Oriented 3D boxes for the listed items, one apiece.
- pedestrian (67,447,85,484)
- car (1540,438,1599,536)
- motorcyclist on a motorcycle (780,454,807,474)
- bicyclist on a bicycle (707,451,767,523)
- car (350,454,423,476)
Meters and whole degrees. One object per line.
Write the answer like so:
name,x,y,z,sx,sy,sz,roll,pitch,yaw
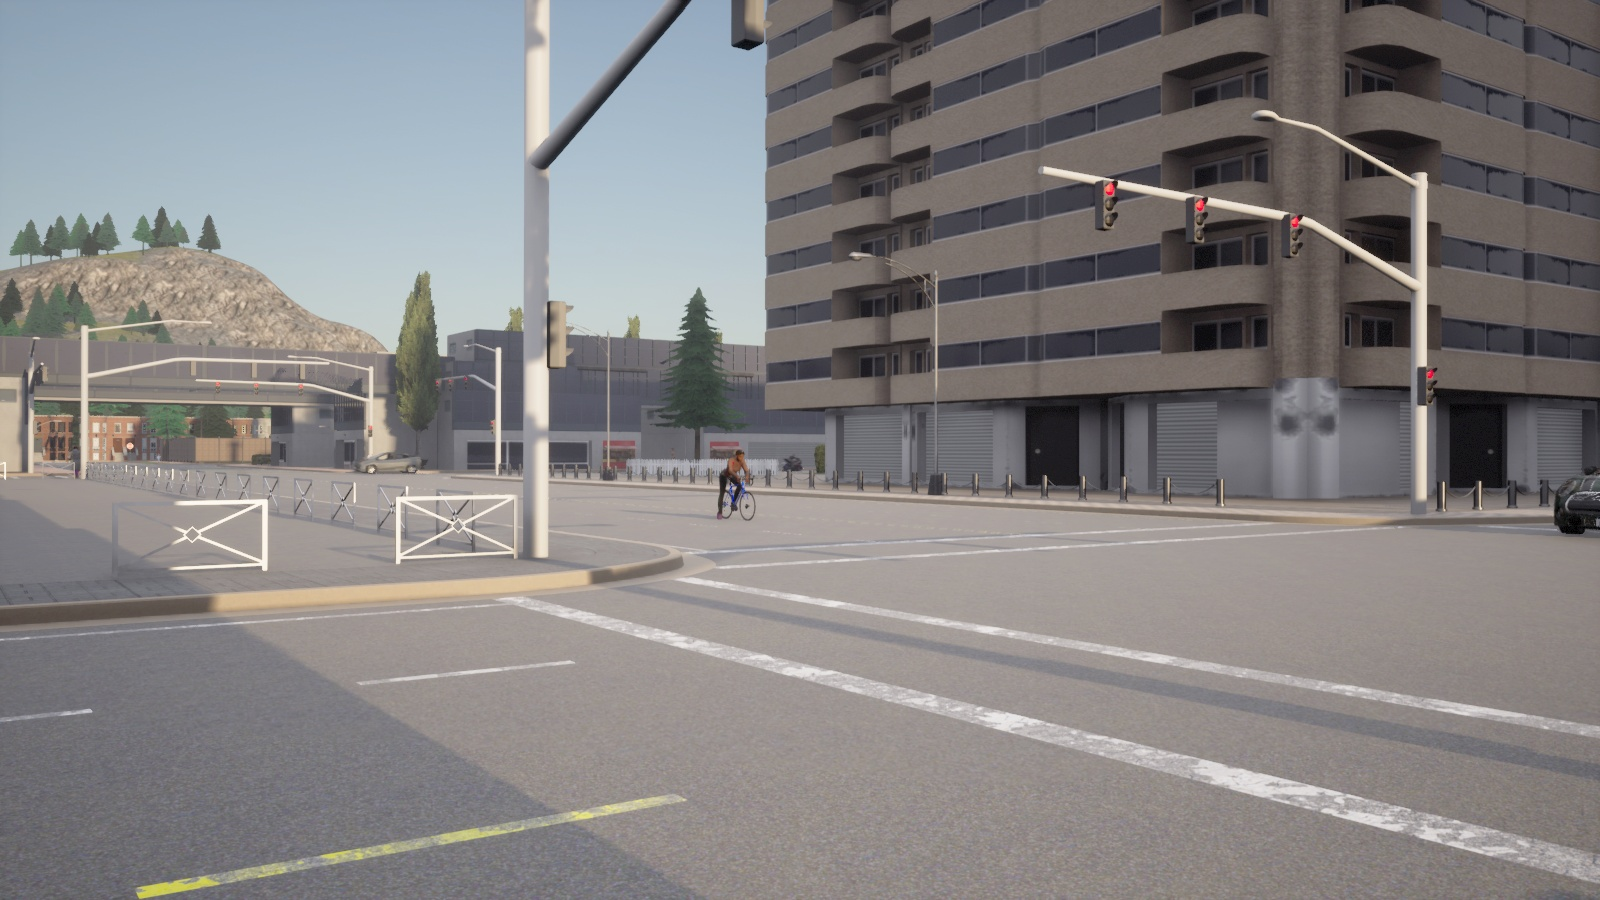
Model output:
pedestrian,-38.427,0.838,66.644,0.659,1.952,0.873,0,0,-41
car,16.193,0.643,23.774,4.553,1.767,2.097,-1,0,-36
motorcyclist on a motorcycle,-0.464,1.070,97.320,0.866,1.530,2.191,0,0,41
bicyclist on a bicycle,-1.467,0.826,28.998,0.582,1.620,1.656,0,0,-35
car,-29.022,1.022,88.206,4.514,1.525,2.007,0,0,-35
